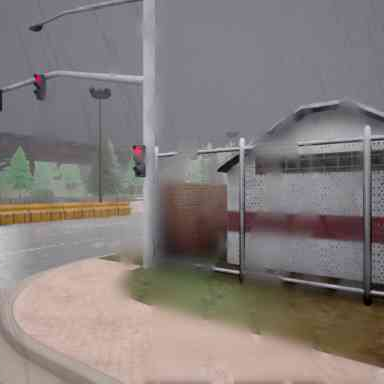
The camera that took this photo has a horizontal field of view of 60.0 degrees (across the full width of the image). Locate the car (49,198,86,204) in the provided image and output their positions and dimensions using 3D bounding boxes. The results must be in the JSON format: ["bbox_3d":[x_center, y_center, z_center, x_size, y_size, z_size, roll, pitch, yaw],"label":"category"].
[{"bbox_3d":[-15.251,1.490,40.767,2.128,1.511,4.902,0,0,34],"label":"car"}]
